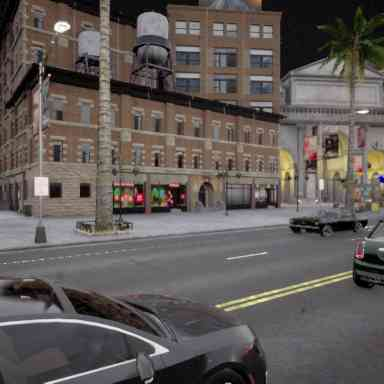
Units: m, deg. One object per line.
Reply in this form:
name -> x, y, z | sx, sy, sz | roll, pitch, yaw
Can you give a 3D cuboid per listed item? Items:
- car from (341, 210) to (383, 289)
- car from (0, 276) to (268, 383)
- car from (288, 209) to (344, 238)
car -> 5.902, 1.352, 7.977 | 4.553, 1.767, 2.097 | 0, 0, -35
car -> -1.477, 1.505, 2.685 | 4.892, 1.490, 1.837 | 0, 0, -36
car -> 7.309, 1.600, 17.778 | 4.718, 1.301, 1.895 | 0, 0, -35
